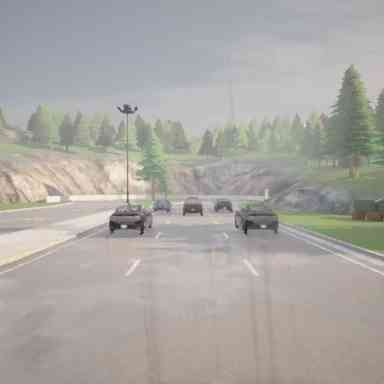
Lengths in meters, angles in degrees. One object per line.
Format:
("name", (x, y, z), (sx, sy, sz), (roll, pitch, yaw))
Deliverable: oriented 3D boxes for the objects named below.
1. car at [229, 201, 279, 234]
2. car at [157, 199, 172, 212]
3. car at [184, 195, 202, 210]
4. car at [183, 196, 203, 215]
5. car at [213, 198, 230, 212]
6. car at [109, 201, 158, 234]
("car", (3.600, 1.491, 19.124), (2.128, 1.511, 4.902), (0, 0, 0))
("car", (-3.397, 1.547, 38.331), (2.033, 1.411, 5.357), (0, 0, 0))
("car", (0.141, 1.352, 42.833), (2.097, 1.767, 4.553), (0, 0, 1))
("car", (0.088, 1.478, 33.376), (1.882, 1.535, 5.008), (0, 0, 0))
("car", (3.609, 1.504, 39.170), (1.837, 1.490, 4.892), (0, 0, 0))
("car", (-3.400, 1.491, 19.051), (2.128, 1.511, 4.902), (0, 0, 0))
